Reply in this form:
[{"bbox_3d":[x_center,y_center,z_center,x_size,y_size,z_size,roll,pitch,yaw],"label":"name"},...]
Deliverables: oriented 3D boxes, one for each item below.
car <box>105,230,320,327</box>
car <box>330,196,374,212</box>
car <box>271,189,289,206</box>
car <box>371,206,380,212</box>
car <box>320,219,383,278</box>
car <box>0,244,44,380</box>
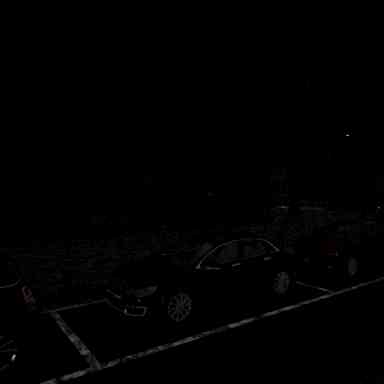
[{"bbox_3d":[0.412,1.551,6.948,4.403,1.369,2.008,0,0,-36],"label":"car"},{"bbox_3d":[15.992,1.171,33.015,2.128,1.511,4.902,0,1,-36],"label":"car"},{"bbox_3d":[9.891,0.698,41.527,2.150,2.045,5.566,0,1,-35],"label":"car"},{"bbox_3d":[9.293,1.441,13.292,4.097,1.590,1.967,0,0,-36],"label":"car"},{"bbox_3d":[4.852,1.545,10.120,4.507,1.381,1.887,0,0,-36],"label":"car"},{"bbox_3d":[-4.029,1.440,3.776,4.097,1.590,1.967,0,0,-36],"label":"car"}]
